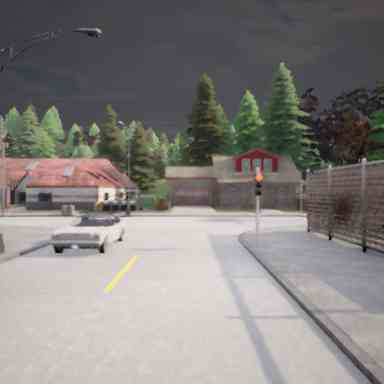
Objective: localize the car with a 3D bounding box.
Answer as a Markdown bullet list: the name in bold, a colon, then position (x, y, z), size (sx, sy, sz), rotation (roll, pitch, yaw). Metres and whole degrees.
- **car**: position (-4.002, 1.574, 13.613), size (1.895, 1.301, 4.718), rotation (0, 0, 0)
